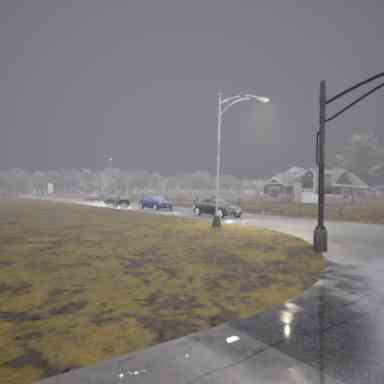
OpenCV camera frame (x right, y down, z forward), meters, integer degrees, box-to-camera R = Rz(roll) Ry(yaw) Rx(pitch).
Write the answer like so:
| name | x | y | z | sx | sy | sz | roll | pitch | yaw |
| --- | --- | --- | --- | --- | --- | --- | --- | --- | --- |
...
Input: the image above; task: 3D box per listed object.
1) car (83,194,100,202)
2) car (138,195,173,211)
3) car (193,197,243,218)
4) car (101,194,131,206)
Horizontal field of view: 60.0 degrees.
| name | x | y | z | sx | sy | sz | roll | pitch | yaw |
| --- | --- | --- | --- | --- | --- | --- | --- | --- | --- |
| car | -18.270 | 1.000 | 61.088 | 2.033 | 1.411 | 5.357 | 2 | -1 | -35 |
| car | -3.815 | 1.077 | 34.563 | 1.882 | 1.535 | 5.008 | 2 | 0 | -36 |
| car | 1.980 | 1.220 | 26.416 | 1.837 | 1.490 | 4.892 | 2 | 0 | -35 |
| car | -9.605 | 1.102 | 42.716 | 1.895 | 1.301 | 4.718 | 2 | -1 | -35 |
